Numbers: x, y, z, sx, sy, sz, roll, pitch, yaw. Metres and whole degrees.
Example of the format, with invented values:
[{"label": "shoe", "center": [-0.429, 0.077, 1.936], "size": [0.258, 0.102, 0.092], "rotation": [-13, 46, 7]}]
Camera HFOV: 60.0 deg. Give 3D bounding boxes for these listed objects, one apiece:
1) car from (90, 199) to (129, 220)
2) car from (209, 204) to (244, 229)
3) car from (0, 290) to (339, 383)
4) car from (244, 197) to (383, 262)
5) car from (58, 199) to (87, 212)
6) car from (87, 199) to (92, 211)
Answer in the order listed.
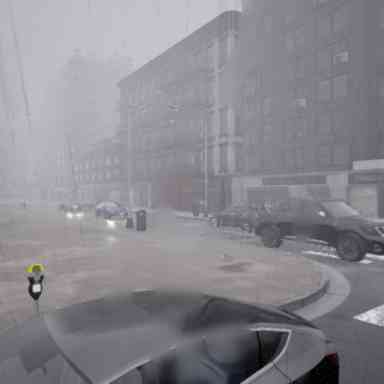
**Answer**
[{"label": "car", "center": [-7.211, 1.597, 29.598], "size": [1.812, 1.442, 4.674], "rotation": [0, 0, -35]}, {"label": "car", "center": [3.015, 1.530, 20.381], "size": [1.837, 1.490, 4.892], "rotation": [0, 0, -36]}, {"label": "car", "center": [-0.712, 1.566, 2.305], "size": [4.313, 1.339, 1.947], "rotation": [0, 0, -36]}, {"label": "car", "center": [4.867, 1.235, 12.721], "size": [2.150, 2.045, 5.566], "rotation": [0, 0, -36]}, {"label": "car", "center": [-14.832, 1.602, 40.312], "size": [2.128, 1.511, 4.902], "rotation": [0, 0, -35]}, {"label": "car", "center": [-12.899, 1.608, 42.621], "size": [1.837, 1.490, 4.892], "rotation": [0, 0, -36]}]
